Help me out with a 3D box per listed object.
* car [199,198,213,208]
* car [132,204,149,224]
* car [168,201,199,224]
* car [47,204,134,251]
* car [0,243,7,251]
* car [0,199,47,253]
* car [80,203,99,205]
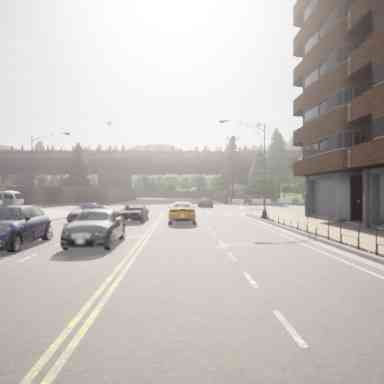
[{"bbox_3d":[1.914,1.526,48.381,1.994,1.385,4.181,0,0,-2],"label":"car"},{"bbox_3d":[-4.375,1.598,25.104,1.895,1.301,4.718,0,0,-2],"label":"car"},{"bbox_3d":[-0.746,1.476,24.991,1.882,1.535,5.008,0,0,-2],"label":"car"},{"bbox_3d":[-4.051,1.491,14.257,2.128,1.511,4.902,0,0,-2],"label":"car"},{"bbox_3d":[-3.628,1.526,2.600,1.812,1.442,4.674,0,0,-2],"label":"car"},{"bbox_3d":[-7.532,1.350,13.654,2.097,1.767,4.553,0,0,-2],"label":"car"},{"bbox_3d":[-7.889,1.546,25.600,2.033,1.411,5.357,0,0,-2],"label":"car"}]
